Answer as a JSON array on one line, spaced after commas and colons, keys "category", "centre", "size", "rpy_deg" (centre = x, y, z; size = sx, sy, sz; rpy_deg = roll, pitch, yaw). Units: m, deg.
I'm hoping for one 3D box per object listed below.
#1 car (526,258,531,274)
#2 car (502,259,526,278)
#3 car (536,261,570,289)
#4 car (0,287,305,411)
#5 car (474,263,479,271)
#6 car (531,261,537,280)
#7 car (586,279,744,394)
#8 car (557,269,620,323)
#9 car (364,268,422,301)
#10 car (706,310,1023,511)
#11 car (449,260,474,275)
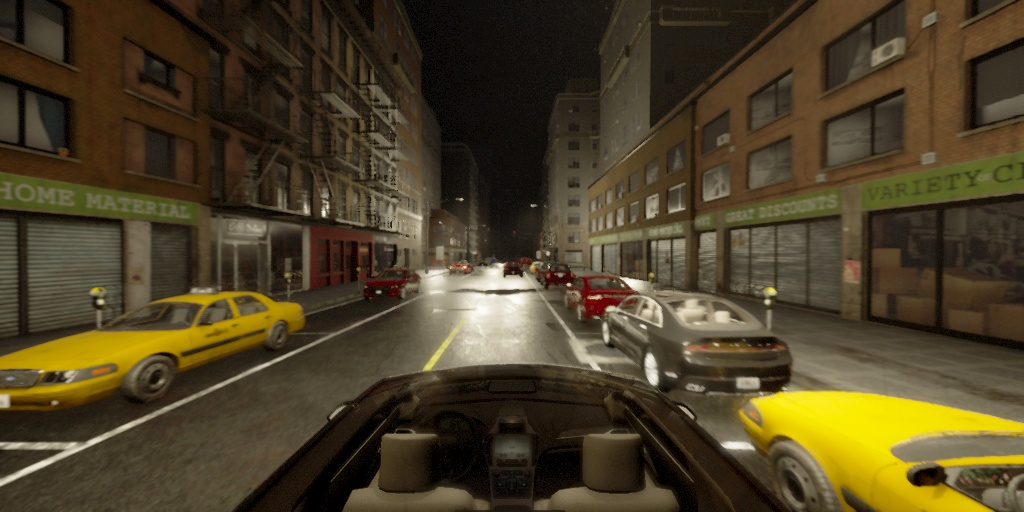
[{"category": "car", "centre": [2.843, 1.284, 39.668], "size": [1.751, 1.417, 4.829], "rpy_deg": [0, 0, 0]}, {"category": "car", "centre": [0.085, 1.279, 33.860], "size": [1.812, 1.442, 4.674], "rpy_deg": [0, 0, 0]}, {"category": "car", "centre": [2.849, 1.188, 23.007], "size": [1.967, 1.591, 4.097], "rpy_deg": [0, 0, 0]}, {"category": "car", "centre": [-5.670, 1.273, 6.344], "size": [1.751, 1.417, 4.829], "rpy_deg": [0, 0, 0]}, {"category": "car", "centre": [-5.685, 1.330, 44.991], "size": [1.948, 1.339, 4.313], "rpy_deg": [0, 0, 0]}, {"category": "car", "centre": [2.847, 1.190, 28.504], "size": [1.967, 1.591, 4.097], "rpy_deg": [0, 0, 0]}, {"category": "car", "centre": [2.855, 1.298, 6.517], "size": [2.007, 1.370, 4.403], "rpy_deg": [0, 0, 0]}, {"category": "car", "centre": [2.853, 1.292, 12.014], "size": [1.888, 1.381, 4.507], "rpy_deg": [0, 0, 0]}, {"category": "car", "centre": [-5.674, 1.291, 17.507], "size": [1.888, 1.381, 4.507], "rpy_deg": [0, 0, 0]}, {"category": "car", "centre": [2.857, 1.276, 1.191], "size": [1.751, 1.417, 4.829], "rpy_deg": [0, 0, 0]}, {"category": "car", "centre": [-5.683, 1.198, 39.494], "size": [1.967, 1.591, 4.097], "rpy_deg": [0, 0, 0]}]
